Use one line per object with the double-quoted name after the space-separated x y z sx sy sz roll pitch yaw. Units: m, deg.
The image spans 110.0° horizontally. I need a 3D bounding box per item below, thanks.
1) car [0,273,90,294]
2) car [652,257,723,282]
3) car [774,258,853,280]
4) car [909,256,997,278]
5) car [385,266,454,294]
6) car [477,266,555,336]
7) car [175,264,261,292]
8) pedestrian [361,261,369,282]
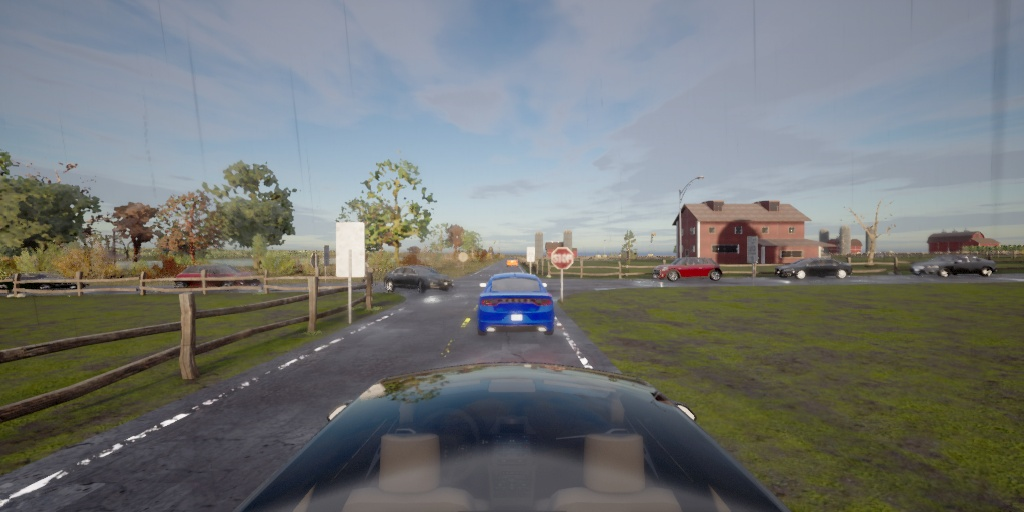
-31.244 1.772 23.823 4.718 1.301 1.895 -1 0 3 "car"
12.704 0.886 26.201 4.553 1.767 2.097 -1 0 -1 "car"
21.892 0.904 26.184 4.892 1.490 1.837 -1 0 0 "car"
31.998 0.741 26.101 4.902 1.511 2.128 -1 0 1 "car"
-5.332 1.307 20.369 4.892 1.490 1.837 -3 -4 39 "car"
0.062 1.226 10.486 1.882 1.535 5.008 0 0 -1 "car"
-19.185 1.358 23.558 4.553 1.767 2.097 -1 0 1 "car"
-12.175 1.162 29.453 0.375 1.860 0.375 0 1 0 "pedestrian"
